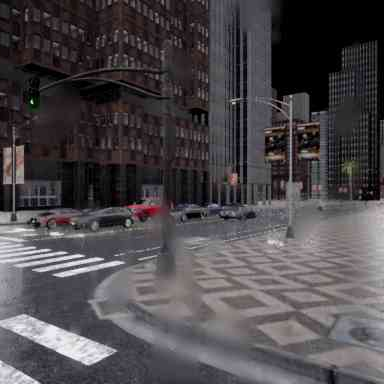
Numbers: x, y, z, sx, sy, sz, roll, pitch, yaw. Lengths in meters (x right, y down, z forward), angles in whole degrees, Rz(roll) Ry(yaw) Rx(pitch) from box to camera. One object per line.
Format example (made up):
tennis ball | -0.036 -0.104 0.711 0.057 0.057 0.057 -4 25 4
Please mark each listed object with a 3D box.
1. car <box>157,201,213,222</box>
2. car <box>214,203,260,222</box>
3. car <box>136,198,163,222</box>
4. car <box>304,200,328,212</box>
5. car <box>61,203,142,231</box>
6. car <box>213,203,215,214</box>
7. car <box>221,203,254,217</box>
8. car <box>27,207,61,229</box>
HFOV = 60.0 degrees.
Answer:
car | -0.501 1.873 30.346 2.128 1.511 4.902 0 -1 35
car | 4.583 1.991 31.596 2.033 1.411 5.357 0 -1 35
car | -3.976 1.579 31.051 2.150 2.045 5.566 0 -1 35
car | 19.355 2.372 52.708 2.033 1.411 5.357 0 -1 35
car | -5.975 1.748 22.536 1.837 1.490 4.892 0 -1 35
car | 1.954 2.034 39.515 1.812 1.442 4.674 0 -1 35
car | 5.385 2.057 38.730 1.812 1.442 4.674 0 -1 35
car | -9.264 1.788 23.491 1.994 1.385 4.181 0 -1 36
